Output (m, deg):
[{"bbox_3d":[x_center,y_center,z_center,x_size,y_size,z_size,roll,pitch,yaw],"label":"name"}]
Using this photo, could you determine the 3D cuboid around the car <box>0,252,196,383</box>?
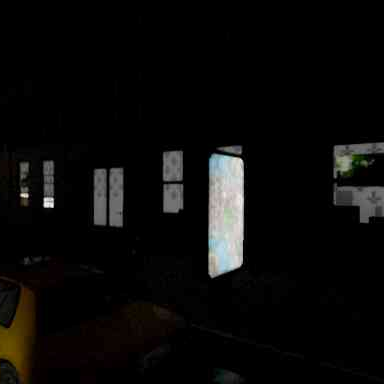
[{"bbox_3d":[-2.234,1.498,4.468,4.829,1.417,1.752,0,0,36],"label":"car"}]
